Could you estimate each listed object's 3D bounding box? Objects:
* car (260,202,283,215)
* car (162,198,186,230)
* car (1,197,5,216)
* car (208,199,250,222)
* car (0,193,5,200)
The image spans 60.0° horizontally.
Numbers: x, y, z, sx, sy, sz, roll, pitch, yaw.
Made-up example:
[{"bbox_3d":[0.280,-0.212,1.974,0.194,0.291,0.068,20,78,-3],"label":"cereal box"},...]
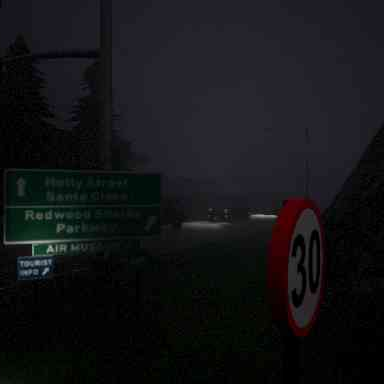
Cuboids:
[{"bbox_3d":[9.139,1.755,36.916,1.994,1.385,4.181,0,0,36],"label":"car"},{"bbox_3d":[-2.633,1.414,20.775,2.150,2.045,5.566,0,0,36],"label":"car"},{"bbox_3d":[-12.316,1.505,26.043,1.905,1.878,3.866,0,0,35],"label":"car"},{"bbox_3d":[3.261,1.544,28.865,2.097,1.767,4.553,0,0,36],"label":"car"},{"bbox_3d":[-38.481,1.489,70.008,4.514,1.523,2.007,0,0,35],"label":"car"}]
